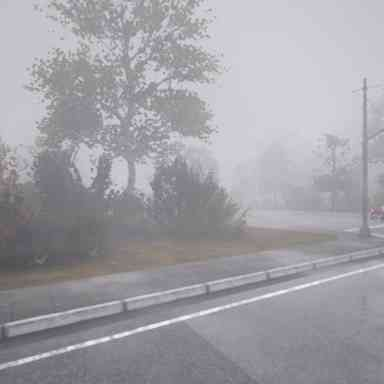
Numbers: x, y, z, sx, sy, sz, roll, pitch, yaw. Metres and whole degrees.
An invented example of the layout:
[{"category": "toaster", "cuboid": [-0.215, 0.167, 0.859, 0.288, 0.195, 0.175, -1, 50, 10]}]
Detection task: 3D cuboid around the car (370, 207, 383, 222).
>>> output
[{"category": "car", "cuboid": [15.647, 1.386, 24.516, 2.097, 1.767, 4.553, 0, 0, -30]}]
